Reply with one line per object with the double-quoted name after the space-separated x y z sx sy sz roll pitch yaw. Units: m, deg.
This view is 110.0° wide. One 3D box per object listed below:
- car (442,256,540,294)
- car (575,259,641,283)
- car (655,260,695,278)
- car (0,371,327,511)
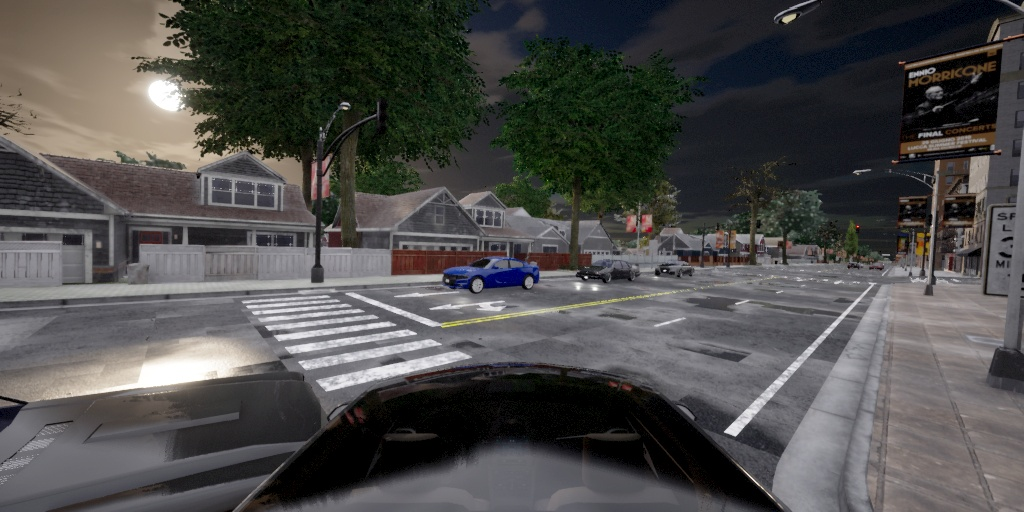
-0.857 0.776 16.627 5.008 1.535 1.882 1 3 -43 "car"
6.428 0.922 23.421 5.357 1.411 2.033 1 2 -43 "car"
13.745 1.018 30.216 4.181 1.385 1.994 1 2 -43 "car"
-3.319 1.274 1.483 4.718 1.301 1.895 1 2 -33 "car"
